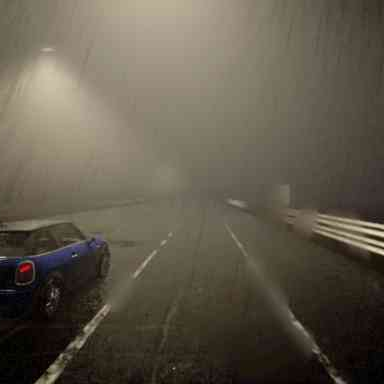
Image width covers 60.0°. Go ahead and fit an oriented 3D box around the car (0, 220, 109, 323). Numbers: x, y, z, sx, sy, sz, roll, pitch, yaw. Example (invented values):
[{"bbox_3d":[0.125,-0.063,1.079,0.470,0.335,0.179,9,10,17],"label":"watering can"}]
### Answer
[{"bbox_3d":[-3.418,1.401,7.512,2.097,1.767,4.553,0,0,2],"label":"car"}]
